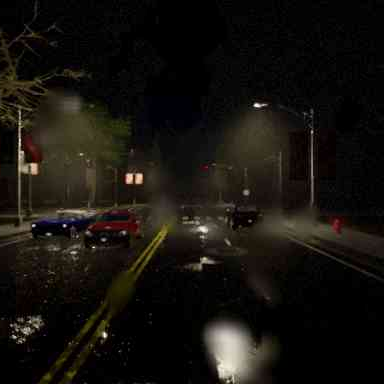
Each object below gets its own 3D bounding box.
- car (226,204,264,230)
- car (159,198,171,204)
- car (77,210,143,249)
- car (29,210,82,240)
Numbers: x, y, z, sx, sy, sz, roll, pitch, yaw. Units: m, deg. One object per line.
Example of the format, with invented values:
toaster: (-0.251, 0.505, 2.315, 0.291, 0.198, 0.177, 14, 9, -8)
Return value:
car: (3.351, 1.543, 21.599, 1.882, 1.535, 5.008, 0, 0, 0)
car: (-6.497, 2.039, 76.931, 1.812, 1.442, 4.674, 0, -1, 0)
car: (-3.335, 1.557, 14.910, 1.812, 1.442, 4.674, 0, 0, 0)
car: (-6.576, 1.644, 17.486, 1.895, 1.301, 4.718, 0, 0, 0)
